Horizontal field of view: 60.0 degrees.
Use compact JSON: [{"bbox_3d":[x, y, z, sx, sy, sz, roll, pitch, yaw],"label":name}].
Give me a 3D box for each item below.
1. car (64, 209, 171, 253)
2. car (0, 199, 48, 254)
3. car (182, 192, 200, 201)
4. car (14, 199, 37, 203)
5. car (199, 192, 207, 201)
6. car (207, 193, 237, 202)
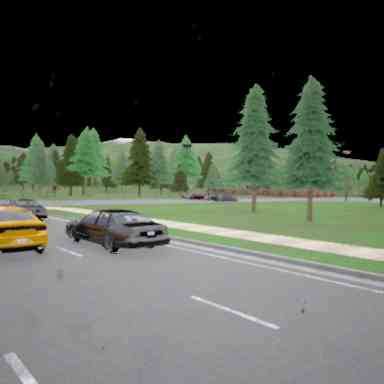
[{"bbox_3d":[-3.065,1.370,12.887,2.033,1.411,5.357,1,1,-43],"label":"car"},{"bbox_3d":[-6.740,1.242,11.704,1.882,1.535,5.008,1,1,-43],"label":"car"},{"bbox_3d":[0.281,0.759,63.617,4.553,1.767,2.097,1,1,-42],"label":"car"},{"bbox_3d":[-10.933,1.141,21.250,2.033,1.411,5.357,1,1,-43],"label":"car"},{"bbox_3d":[4.363,0.986,62.622,4.902,1.511,2.128,1,1,-42],"label":"car"},{"bbox_3d":[5.684,1.100,59.121,5.357,1.411,2.033,1,1,-42],"label":"car"}]
